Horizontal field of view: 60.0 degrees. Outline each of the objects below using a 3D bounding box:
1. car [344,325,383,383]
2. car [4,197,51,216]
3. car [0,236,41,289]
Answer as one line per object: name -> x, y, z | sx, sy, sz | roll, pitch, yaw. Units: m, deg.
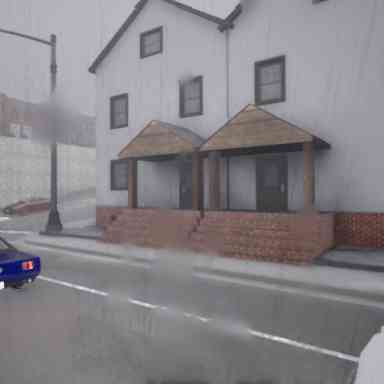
car -> 3.301, 1.589, 1.626 | 4.718, 1.301, 1.895 | 0, 0, 36
car -> -13.996, 1.156, 29.004 | 1.994, 1.385, 4.181 | 0, 6, 35
car -> -5.790, 1.661, 8.114 | 4.718, 1.301, 1.895 | 0, 0, 36
